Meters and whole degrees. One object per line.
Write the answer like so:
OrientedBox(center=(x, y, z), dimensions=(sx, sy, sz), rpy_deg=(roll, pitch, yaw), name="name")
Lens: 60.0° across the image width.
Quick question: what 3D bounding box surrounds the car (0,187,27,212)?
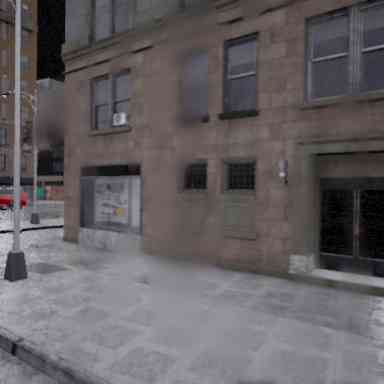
OrientedBox(center=(-16.791, 0.659, 27.782), dimensions=(2.150, 2.045, 5.566), rpy_deg=(1, 2, 36), name="car")
